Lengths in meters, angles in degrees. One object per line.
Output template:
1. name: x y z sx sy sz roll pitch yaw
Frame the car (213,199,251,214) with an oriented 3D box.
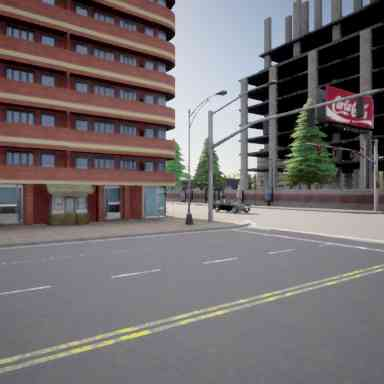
1. car: 4.201 1.491 35.892 2.128 1.511 4.902 0 0 -35
